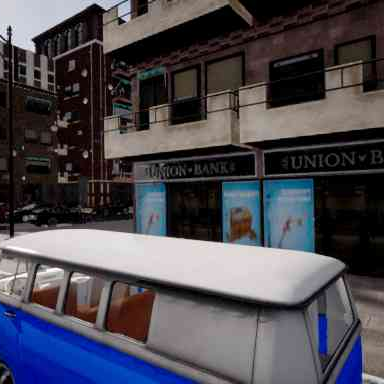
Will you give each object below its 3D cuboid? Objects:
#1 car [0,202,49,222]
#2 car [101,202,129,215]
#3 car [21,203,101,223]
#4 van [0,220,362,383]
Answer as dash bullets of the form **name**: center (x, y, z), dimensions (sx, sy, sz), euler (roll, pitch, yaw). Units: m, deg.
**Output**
- **car**: center (-12.488, 1.631, 26.975), dimensions (1.837, 1.490, 4.892), euler (-1, 0, 36)
- **car**: center (-8.819, 1.798, 36.408), dimensions (1.947, 1.339, 4.313), euler (-2, -1, 36)
- **car**: center (-8.690, 1.583, 22.357), dimensions (1.947, 1.339, 4.313), euler (-2, -1, 36)
- **van**: center (-0.516, 1.342, 3.219), dimensions (3.998, 1.788, 1.690), euler (0, -1, 35)
